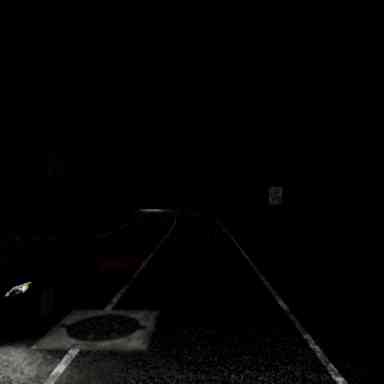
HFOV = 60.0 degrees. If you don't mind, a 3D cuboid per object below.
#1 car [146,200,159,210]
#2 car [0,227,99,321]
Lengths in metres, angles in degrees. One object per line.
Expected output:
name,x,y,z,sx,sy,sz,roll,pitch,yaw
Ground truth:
car,-6.186,1.940,51.787,2.033,1.411,5.357,1,-1,-12
car,-3.481,1.589,7.553,1.812,1.442,4.674,0,0,1
